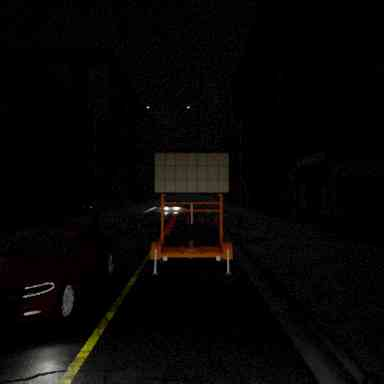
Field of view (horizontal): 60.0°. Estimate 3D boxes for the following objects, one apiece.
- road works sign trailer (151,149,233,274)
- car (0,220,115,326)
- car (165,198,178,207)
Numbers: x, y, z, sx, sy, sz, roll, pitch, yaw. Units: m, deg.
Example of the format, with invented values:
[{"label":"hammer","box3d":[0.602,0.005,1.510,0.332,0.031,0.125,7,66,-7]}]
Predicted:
[{"label":"road works sign trailer","box3d":[-0.005,0.461,10.473,2.380,3.560,2.880,0,0,0]},{"label":"car","box3d":[-3.105,1.476,7.451,1.882,1.535,5.008,0,0,0]},{"label":"car","box3d":[-3.120,1.559,50.738,1.895,1.301,4.718,0,0,0]}]
